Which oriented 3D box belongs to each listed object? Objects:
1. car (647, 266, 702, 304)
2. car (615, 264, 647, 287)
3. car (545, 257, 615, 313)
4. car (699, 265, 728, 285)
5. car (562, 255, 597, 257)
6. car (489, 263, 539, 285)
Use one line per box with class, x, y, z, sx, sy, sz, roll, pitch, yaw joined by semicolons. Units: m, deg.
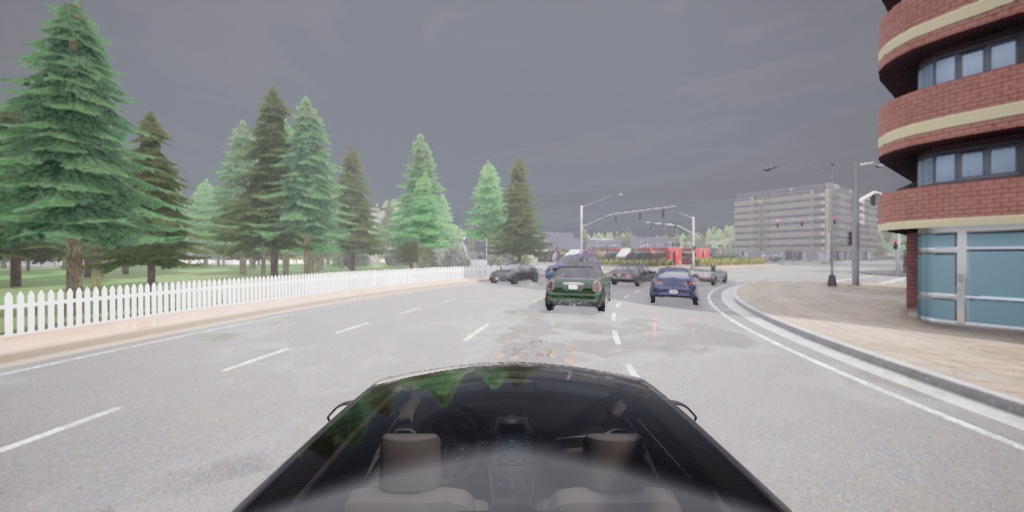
car;7.344;1.241;16.240;1.812;1.442;4.674;0;0;25
car;8.263;1.242;24.438;2.033;1.411;5.357;0;0;38
car;2.776;1.074;14.271;2.097;1.767;4.553;0;0;19
car;13.582;1.295;25.086;1.895;1.301;4.718;0;0;43
car;4.481;0.918;25.529;2.150;2.045;5.566;0;0;36
car;0.267;1.217;25.412;1.812;1.442;4.674;0;0;32
